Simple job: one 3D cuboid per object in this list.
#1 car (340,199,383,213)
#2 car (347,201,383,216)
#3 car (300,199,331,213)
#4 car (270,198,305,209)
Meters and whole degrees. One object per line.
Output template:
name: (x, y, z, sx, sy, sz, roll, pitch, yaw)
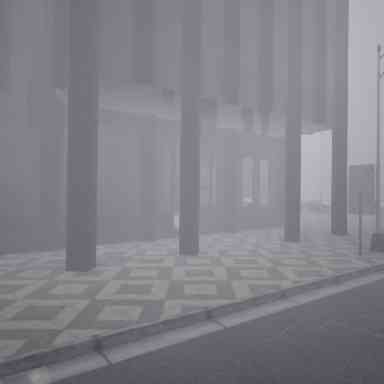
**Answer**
car: (19.782, 1.580, 38.433, 2.008, 1.369, 4.403, 1, -1, -36)
car: (16.091, 1.437, 28.961, 1.752, 1.417, 4.829, 1, -1, -36)
car: (12.900, 1.444, 33.404, 1.887, 1.381, 4.507, 1, -1, -36)
car: (13.484, 1.553, 47.204, 1.887, 1.381, 4.507, 1, -1, -36)
